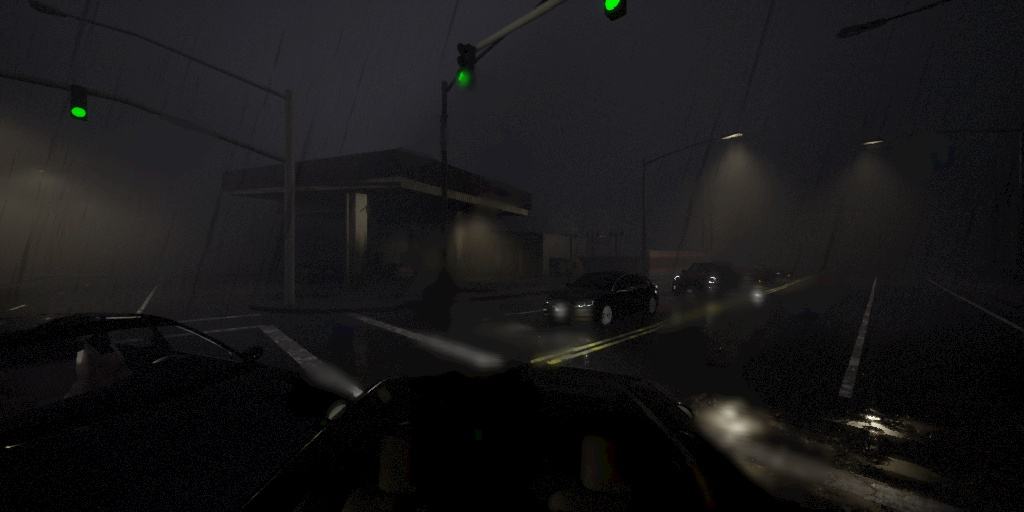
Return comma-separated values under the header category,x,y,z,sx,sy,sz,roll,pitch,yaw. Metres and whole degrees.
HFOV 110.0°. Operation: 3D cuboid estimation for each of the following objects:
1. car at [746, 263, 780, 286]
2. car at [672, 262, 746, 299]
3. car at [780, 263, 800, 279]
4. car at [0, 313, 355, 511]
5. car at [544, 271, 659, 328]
category,x,y,z,sx,sy,sz,roll,pitch,yaw
car,17.023,1.314,25.150,1.994,1.385,4.181,0,0,45
car,9.994,1.102,18.344,4.553,1.767,2.097,0,0,-44
car,24.261,1.314,32.096,4.181,1.385,1.994,0,0,-44
car,-3.383,1.242,2.678,4.902,1.511,2.128,0,0,16
car,3.053,1.255,11.601,4.892,1.490,1.837,0,0,-44
